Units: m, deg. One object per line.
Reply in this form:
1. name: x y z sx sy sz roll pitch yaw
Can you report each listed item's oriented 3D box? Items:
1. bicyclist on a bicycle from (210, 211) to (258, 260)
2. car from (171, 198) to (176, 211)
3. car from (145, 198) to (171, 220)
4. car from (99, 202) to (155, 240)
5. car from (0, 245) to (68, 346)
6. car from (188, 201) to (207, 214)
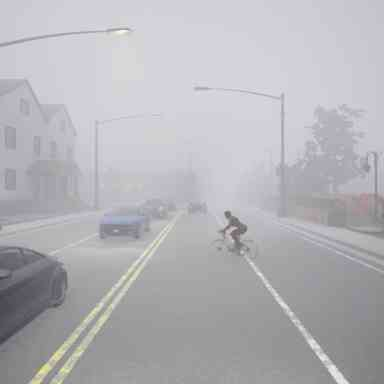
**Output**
1. bicyclist on a bicycle: 1.369 1.454 11.069 1.656 1.620 0.582 -2 -1 20
2. car: -2.944 1.478 40.089 1.882 1.535 5.008 0 0 1
3. car: -3.194 1.351 28.120 2.097 1.767 4.553 0 0 1
4. car: -3.366 1.478 17.355 1.882 1.535 5.008 0 0 1
5. car: -3.551 1.563 5.155 1.994 1.385 4.181 0 0 1
6. car: 0.605 1.601 35.531 1.895 1.301 4.718 0 0 1
